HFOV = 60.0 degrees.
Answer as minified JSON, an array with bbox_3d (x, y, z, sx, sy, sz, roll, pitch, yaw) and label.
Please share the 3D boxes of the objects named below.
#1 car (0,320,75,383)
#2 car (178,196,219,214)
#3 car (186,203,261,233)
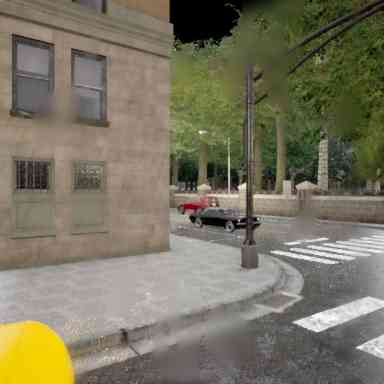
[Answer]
[{"bbox_3d":[-2.971,1.477,1.154,5.008,1.535,1.882,0,0,-34],"label":"car"},{"bbox_3d":[0.639,1.285,31.844,2.192,1.841,5.009,0,0,-35],"label":"car"},{"bbox_3d":[1.882,1.586,19.901,1.895,1.301,4.718,0,0,-35],"label":"car"}]
